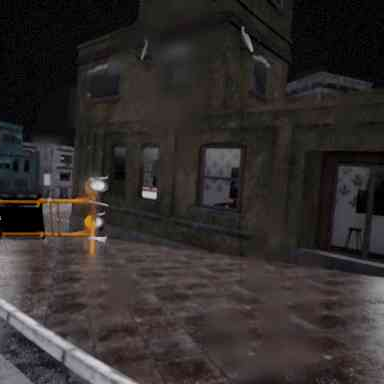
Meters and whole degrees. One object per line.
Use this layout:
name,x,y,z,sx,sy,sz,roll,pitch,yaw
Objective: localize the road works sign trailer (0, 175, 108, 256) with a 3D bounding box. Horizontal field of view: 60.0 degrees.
road works sign trailer,-4.865,1.069,11.781,3.560,2.380,2.880,2,44,-17
